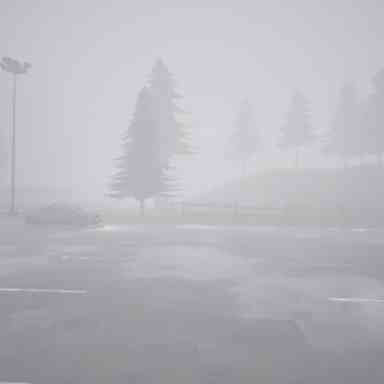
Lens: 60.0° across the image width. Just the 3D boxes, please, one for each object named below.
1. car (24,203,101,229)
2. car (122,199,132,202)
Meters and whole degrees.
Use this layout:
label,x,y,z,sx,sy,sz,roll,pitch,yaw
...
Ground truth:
label,x,y,z,sx,sy,sz,roll,pitch,yaw
car,-7.553,1.376,19.625,4.181,1.385,1.994,1,0,2
car,-13.502,1.094,65.161,2.128,1.511,4.902,1,0,-44
